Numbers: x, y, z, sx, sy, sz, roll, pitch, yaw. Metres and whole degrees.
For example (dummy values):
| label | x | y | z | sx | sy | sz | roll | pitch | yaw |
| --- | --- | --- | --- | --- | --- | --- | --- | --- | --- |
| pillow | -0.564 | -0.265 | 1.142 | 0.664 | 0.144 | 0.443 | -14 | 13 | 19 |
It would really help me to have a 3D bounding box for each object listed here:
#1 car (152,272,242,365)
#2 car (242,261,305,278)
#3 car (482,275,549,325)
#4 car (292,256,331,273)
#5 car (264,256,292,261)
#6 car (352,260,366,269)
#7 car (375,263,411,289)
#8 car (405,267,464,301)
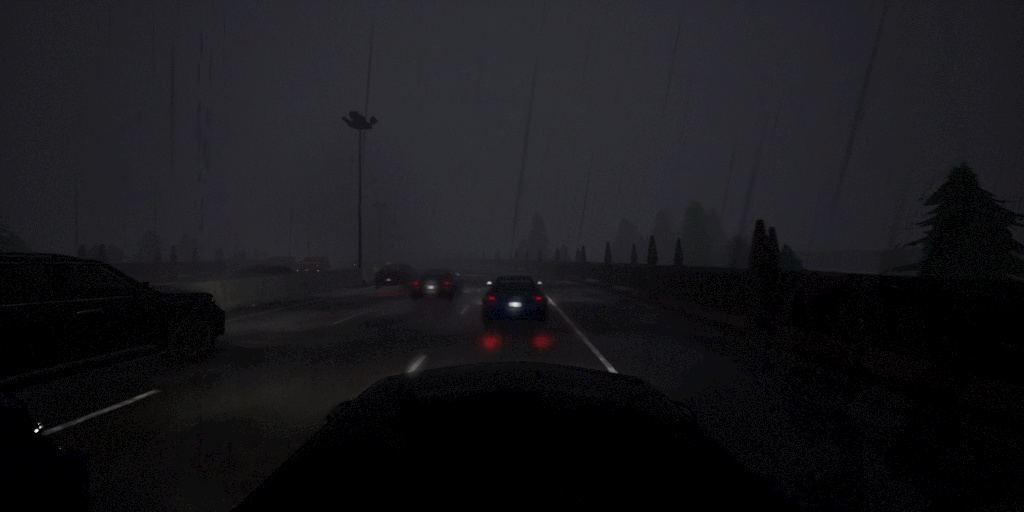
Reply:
| label | x | y | z | sx | sy | sz | roll | pitch | yaw |
| --- | --- | --- | --- | --- | --- | --- | --- | --- | --- |
| car | -6.900 | 0.970 | 4.882 | 2.150 | 2.045 | 5.566 | 0 | 0 | 0 |
| car | -14.423 | 1.258 | 20.878 | 1.837 | 1.490 | 4.892 | 0 | 0 | -4 |
| car | 0.094 | 1.312 | 11.893 | 1.994 | 1.385 | 4.181 | 0 | 0 | 0 |
| car | -20.524 | 1.010 | 37.389 | 2.150 | 2.045 | 5.566 | 0 | 0 | -15 |
| car | -24.098 | 1.018 | 37.244 | 2.150 | 2.045 | 5.566 | 0 | 0 | -16 |
| car | -25.508 | 1.381 | 59.654 | 1.837 | 1.490 | 4.892 | 0 | 0 | -28 |
| car | -7.369 | 1.231 | 23.284 | 1.882 | 1.535 | 5.008 | 0 | 0 | -5 |
| car | -3.510 | 1.312 | 17.327 | 1.994 | 1.385 | 4.181 | 0 | 0 | -1 |
